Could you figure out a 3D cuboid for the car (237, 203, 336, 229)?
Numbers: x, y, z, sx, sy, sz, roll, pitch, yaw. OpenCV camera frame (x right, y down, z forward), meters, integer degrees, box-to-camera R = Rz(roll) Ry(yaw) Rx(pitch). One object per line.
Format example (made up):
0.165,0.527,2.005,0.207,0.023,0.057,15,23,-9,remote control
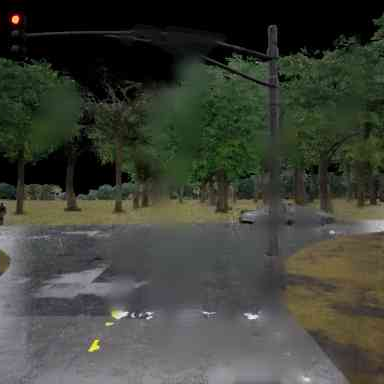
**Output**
5.357,1.366,19.249,5.357,1.411,2.033,-1,-2,0,car

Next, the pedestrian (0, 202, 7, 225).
-15.243,1.718,26.758,0.375,1.860,0.375,0,-1,0,pedestrian
